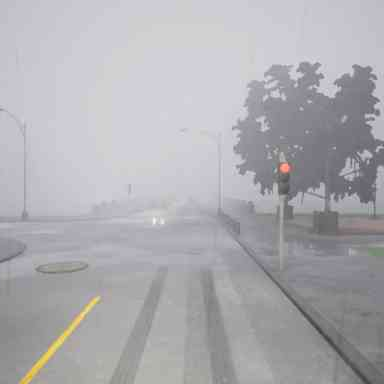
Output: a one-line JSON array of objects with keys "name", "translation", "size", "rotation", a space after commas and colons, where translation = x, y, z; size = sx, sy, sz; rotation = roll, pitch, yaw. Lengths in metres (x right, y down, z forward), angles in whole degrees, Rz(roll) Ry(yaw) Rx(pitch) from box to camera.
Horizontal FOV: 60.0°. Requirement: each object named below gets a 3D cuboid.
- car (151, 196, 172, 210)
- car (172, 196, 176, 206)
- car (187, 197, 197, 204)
[{"name": "car", "translation": [-4.089, 1.491, 42.286], "size": [2.128, 1.511, 4.902], "rotation": [0, 0, 0]}, {"name": "car", "translation": [-4.077, 1.477, 53.328], "size": [1.882, 1.535, 5.008], "rotation": [0, 0, 0]}, {"name": "car", "translation": [0.016, 1.547, 61.723], "size": [2.033, 1.411, 5.357], "rotation": [0, 0, 0]}]
